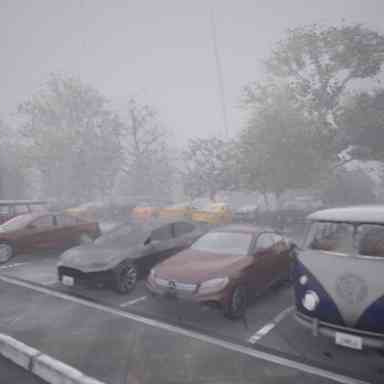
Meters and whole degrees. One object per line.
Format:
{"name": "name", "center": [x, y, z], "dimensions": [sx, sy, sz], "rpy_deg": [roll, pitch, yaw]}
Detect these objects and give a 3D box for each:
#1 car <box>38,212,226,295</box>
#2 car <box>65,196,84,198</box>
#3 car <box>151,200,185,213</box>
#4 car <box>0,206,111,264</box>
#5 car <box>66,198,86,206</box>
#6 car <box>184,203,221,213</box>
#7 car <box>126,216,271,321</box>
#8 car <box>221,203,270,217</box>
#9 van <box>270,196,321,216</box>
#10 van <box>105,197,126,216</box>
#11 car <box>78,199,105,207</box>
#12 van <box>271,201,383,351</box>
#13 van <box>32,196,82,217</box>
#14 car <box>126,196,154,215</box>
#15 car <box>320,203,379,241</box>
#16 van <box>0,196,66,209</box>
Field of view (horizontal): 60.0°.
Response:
{"name": "car", "center": [-1.286, 1.514, 9.137], "dimensions": [2.163, 1.488, 4.792], "rpy_deg": [0, 0, 36]}
{"name": "car", "center": [-11.530, 1.380, 32.609], "dimensions": [2.435, 2.045, 5.566], "rpy_deg": [-1, -1, 36]}
{"name": "car", "center": [-0.385, 1.536, 24.602], "dimensions": [2.097, 1.535, 5.008], "rpy_deg": [0, 0, 36]}
{"name": "car", "center": [-5.781, 1.519, 12.394], "dimensions": [2.097, 1.535, 5.008], "rpy_deg": [0, 0, 36]}
{"name": "car", "center": [-9.400, 1.605, 30.825], "dimensions": [1.946, 1.575, 5.366], "rpy_deg": [-1, 0, 36]}
{"name": "car", "center": [1.971, 1.518, 22.918], "dimensions": [2.097, 1.535, 5.008], "rpy_deg": [0, 0, 36]}
{"name": "car", "center": [0.993, 1.506, 7.548], "dimensions": [2.002, 1.452, 4.674], "rpy_deg": [0, 0, 36]}
{"name": "car", "center": [4.224, 1.501, 21.306], "dimensions": [2.231, 1.521, 4.892], "rpy_deg": [0, 0, 36]}
{"name": "van", "center": [6.548, 1.257, 19.796], "dimensions": [1.878, 1.987, 4.442], "rpy_deg": [0, 0, 36]}
{"name": "van", "center": [-4.720, 1.345, 27.851], "dimensions": [1.878, 1.987, 4.442], "rpy_deg": [0, 0, 36]}
{"name": "car", "center": [-7.045, 1.589, 29.361], "dimensions": [2.231, 1.521, 4.892], "rpy_deg": [0, 0, 36]}
{"name": "van", "center": [3.180, 1.223, 5.838], "dimensions": [1.878, 1.987, 4.442], "rpy_deg": [0, 0, 36]}
{"name": "van", "center": [-13.831, 1.441, 34.364], "dimensions": [1.878, 1.987, 4.442], "rpy_deg": [-1, -1, 36]}
{"name": "car", "center": [-2.553, 1.427, 26.119], "dimensions": [2.185, 1.767, 4.553], "rpy_deg": [0, 0, 36]}
{"name": "car", "center": [8.628, 1.462, 17.938], "dimensions": [1.946, 1.575, 5.366], "rpy_deg": [0, 0, 36]}
{"name": "van", "center": [-7.977, 1.311, 14.100], "dimensions": [1.878, 1.987, 4.442], "rpy_deg": [0, 0, 36]}
